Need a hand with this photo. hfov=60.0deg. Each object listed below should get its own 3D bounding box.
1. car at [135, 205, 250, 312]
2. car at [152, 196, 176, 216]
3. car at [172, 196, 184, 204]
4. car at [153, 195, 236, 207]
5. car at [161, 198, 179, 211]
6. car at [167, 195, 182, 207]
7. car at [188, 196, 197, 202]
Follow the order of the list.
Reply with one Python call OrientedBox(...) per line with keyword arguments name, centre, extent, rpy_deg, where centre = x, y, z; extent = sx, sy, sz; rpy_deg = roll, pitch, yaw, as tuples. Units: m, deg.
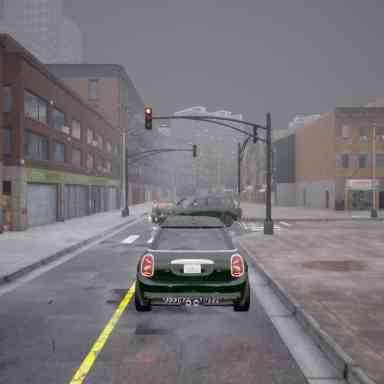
OrientedBox(name="car", centre=(0.022, 1.352, 7.888), extent=(2.097, 1.767, 4.553), rpy_deg=(0, 0, 0))
OrientedBox(name="car", centre=(-2.792, 1.359, 33.880), extent=(2.097, 1.767, 4.553), rpy_deg=(0, 0, 0))
OrientedBox(name="car", centre=(-2.686, 1.588, 64.029), extent=(2.033, 1.411, 5.357), rpy_deg=(0, 0, 1))
OrientedBox(name="car", centre=(0.266, 1.223, 20.445), extent=(5.566, 2.045, 2.150), rpy_deg=(0, -1, -34))
OrientedBox(name="car", centre=(-2.776, 1.562, 43.349), extent=(2.033, 1.411, 5.357), rpy_deg=(0, 0, 0))
OrientedBox(name="car", centre=(-2.747, 1.378, 53.468), extent=(2.097, 1.767, 4.553), rpy_deg=(0, 0, 0))
OrientedBox(name="car", centre=(0.133, 1.611, 75.555), extent=(1.994, 1.385, 4.181), rpy_deg=(0, 0, 0))
